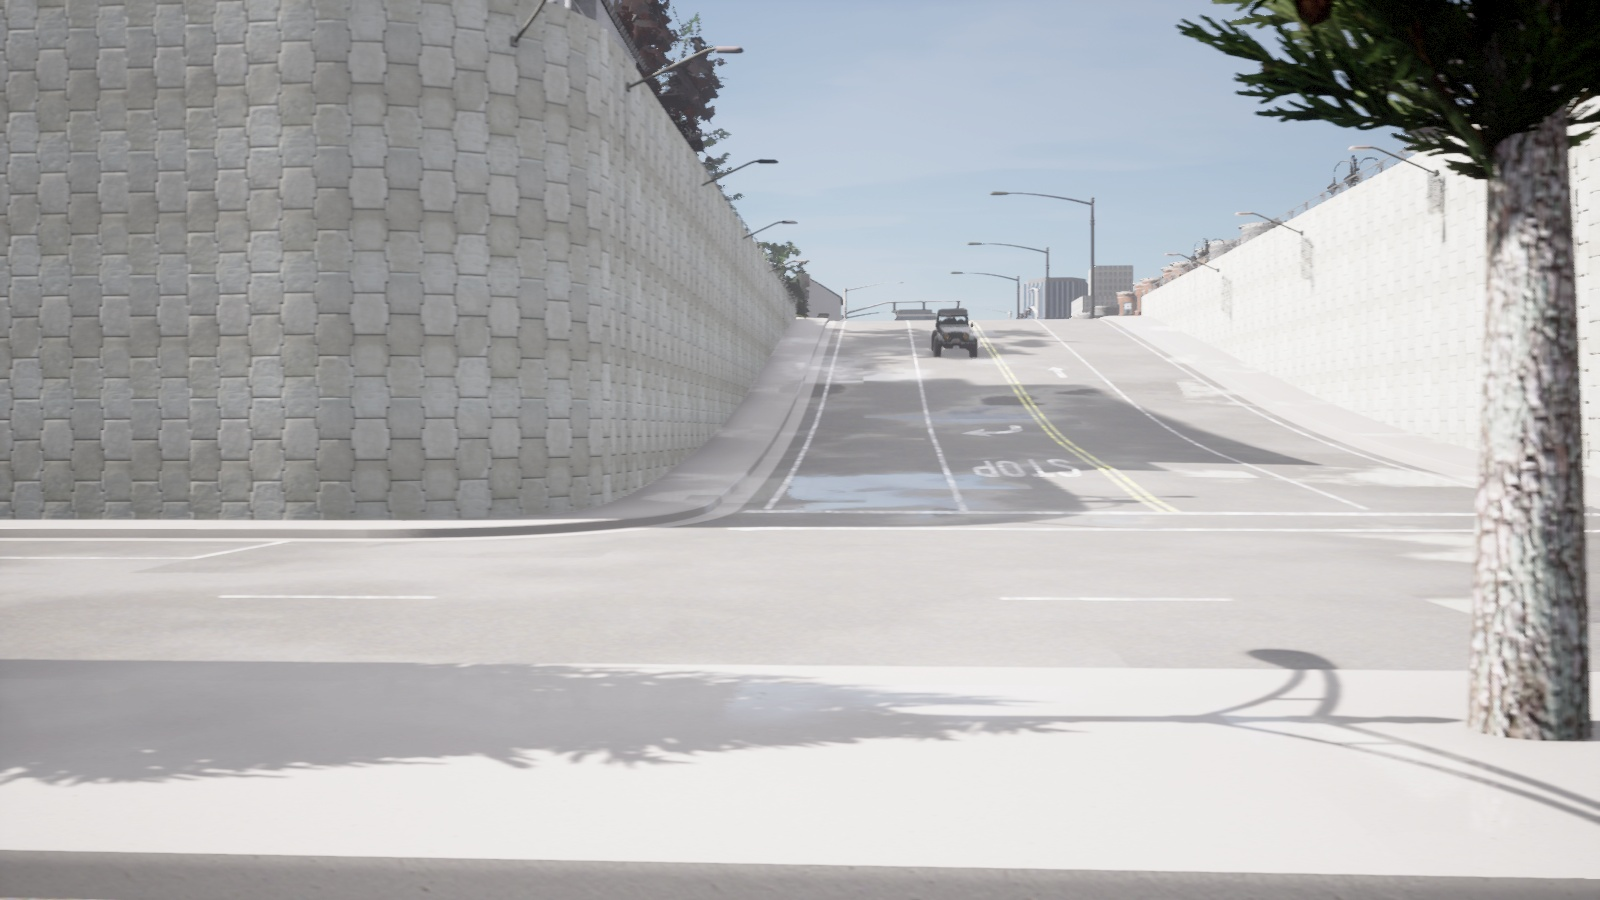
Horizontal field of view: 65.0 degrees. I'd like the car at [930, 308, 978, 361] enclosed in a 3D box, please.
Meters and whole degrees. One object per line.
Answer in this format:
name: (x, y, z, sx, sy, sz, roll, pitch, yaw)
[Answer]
car: (6.790, -5.150, 55.704, 1.905, 1.878, 3.866, 0, 12, 4)
